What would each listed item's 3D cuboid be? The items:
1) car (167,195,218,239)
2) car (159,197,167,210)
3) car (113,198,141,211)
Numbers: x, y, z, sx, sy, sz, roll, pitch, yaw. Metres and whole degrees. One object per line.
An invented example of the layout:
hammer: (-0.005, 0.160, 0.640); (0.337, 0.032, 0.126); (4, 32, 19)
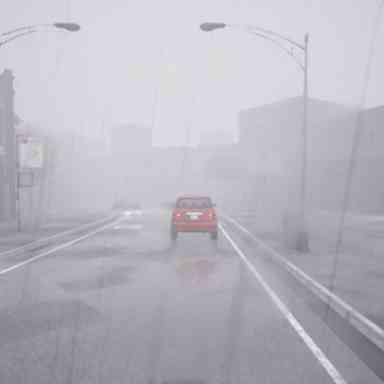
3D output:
car: (0.093, 1.154, 16.974); (2.150, 2.045, 5.566); (0, 0, 0)
car: (-2.102, 1.217, 35.252); (1.882, 1.535, 5.008); (-1, 1, -20)
car: (-7.352, 1.379, 37.352); (1.994, 1.385, 4.181); (-2, 1, -35)
